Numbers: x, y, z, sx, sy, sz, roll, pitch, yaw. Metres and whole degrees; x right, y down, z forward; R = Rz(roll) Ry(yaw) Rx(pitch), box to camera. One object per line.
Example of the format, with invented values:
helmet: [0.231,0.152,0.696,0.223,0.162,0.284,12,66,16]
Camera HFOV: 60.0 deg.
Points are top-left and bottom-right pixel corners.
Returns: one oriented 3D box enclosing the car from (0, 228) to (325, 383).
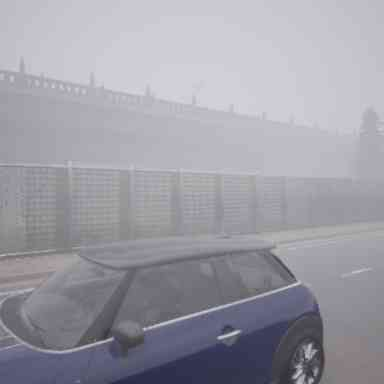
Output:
car: [-0.677,1.350,3.494,4.553,1.767,2.097,0,0,-35]
